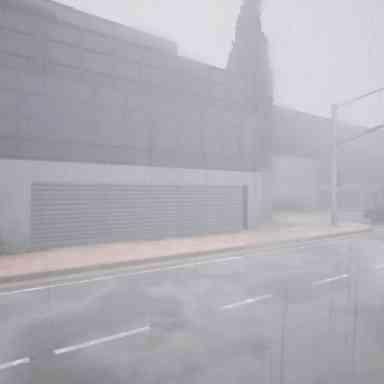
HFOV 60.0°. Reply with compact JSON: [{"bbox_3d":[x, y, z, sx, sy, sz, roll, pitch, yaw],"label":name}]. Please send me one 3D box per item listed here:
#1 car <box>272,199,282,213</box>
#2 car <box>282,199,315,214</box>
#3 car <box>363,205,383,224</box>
[{"bbox_3d":[6.248,1.219,34.951,2.150,2.045,5.566,0,0,-37],"label":"car"},{"bbox_3d":[10.542,1.491,35.055,2.128,1.511,4.902,0,0,-37],"label":"car"},{"bbox_3d":[14.102,1.547,22.403,2.033,1.411,5.357,0,0,-13],"label":"car"}]
